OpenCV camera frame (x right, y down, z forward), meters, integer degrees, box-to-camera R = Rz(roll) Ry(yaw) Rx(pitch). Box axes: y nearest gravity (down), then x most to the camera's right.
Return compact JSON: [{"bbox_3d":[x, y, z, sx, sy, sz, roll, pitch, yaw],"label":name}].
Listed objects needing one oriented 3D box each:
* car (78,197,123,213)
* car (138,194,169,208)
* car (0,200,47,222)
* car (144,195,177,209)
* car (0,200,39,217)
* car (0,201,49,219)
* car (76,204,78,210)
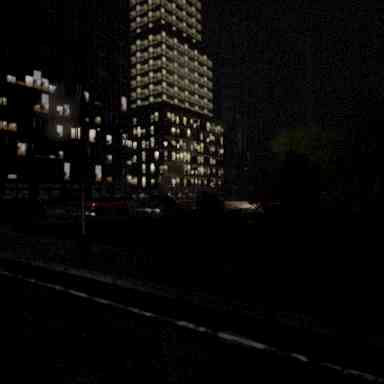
[{"bbox_3d":[-10.194,1.406,38.344,2.097,1.767,4.553,-1,-1,37],"label":"car"},{"bbox_3d":[-5.509,1.335,49.933,2.150,2.045,5.566,-1,-1,38],"label":"car"},{"bbox_3d":[-13.029,1.418,23.531,1.882,1.535,5.008,-2,-1,32],"label":"car"},{"bbox_3d":[-4.009,1.591,46.524,1.812,1.442,4.674,-1,-1,37],"label":"car"},{"bbox_3d":[-18.154,1.581,33.189,2.128,1.511,4.902,-1,-1,37],"label":"car"},{"bbox_3d":[-15.801,1.606,30.910,1.994,1.385,4.181,-1,-1,37],"label":"car"},{"bbox_3d":[-11.967,1.579,41.388,1.882,1.535,5.008,-1,-1,37],"label":"car"}]
